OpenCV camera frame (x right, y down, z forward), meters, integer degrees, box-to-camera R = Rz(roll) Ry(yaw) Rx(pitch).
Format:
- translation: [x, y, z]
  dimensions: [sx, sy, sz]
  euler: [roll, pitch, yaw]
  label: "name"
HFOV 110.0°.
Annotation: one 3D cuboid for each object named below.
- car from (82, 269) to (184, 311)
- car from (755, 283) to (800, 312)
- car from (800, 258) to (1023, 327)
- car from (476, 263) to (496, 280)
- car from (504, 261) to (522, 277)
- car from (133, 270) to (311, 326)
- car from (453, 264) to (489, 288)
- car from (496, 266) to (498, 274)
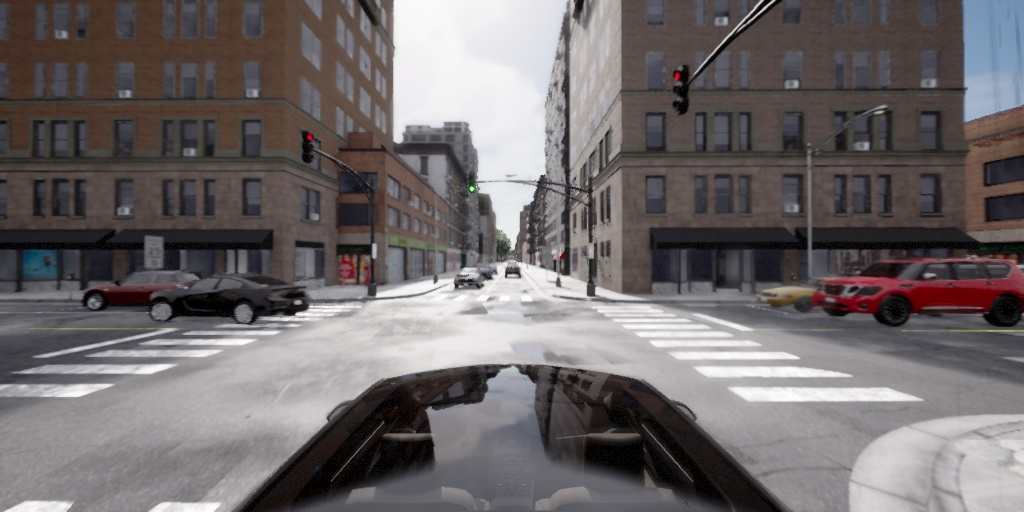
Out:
- translation: [-14.601, 1.320, 14.511]
  dimensions: [4.097, 1.591, 1.967]
  euler: [0, 0, 1]
  label: "car"
- translation: [12.423, 1.409, 14.226]
  dimensions: [4.829, 1.417, 1.751]
  euler: [0, 0, 1]
  label: "car"
- translation: [13.130, 1.081, 11.662]
  dimensions: [5.566, 2.045, 2.150]
  euler: [0, -1, 1]
  label: "car"
- translation: [-3.082, 1.491, 36.855]
  dimensions: [2.097, 1.767, 4.553]
  euler: [0, -1, 0]
  label: "car"
- translation: [0.104, 1.707, 42.814]
  dimensions: [1.837, 1.490, 4.892]
  euler: [0, -1, 0]
  label: "car"
- translation: [-9.289, 1.335, 11.888]
  dimensions: [5.008, 1.535, 1.882]
  euler: [0, -2, 10]
  label: "car"
- translation: [-3.094, 1.578, 26.856]
  dimensions: [2.033, 1.411, 5.357]
  euler: [0, -1, 0]
  label: "car"
- translation: [-3.052, 1.848, 50.763]
  dimensions: [1.994, 1.385, 4.181]
  euler: [0, -1, 1]
  label: "car"
